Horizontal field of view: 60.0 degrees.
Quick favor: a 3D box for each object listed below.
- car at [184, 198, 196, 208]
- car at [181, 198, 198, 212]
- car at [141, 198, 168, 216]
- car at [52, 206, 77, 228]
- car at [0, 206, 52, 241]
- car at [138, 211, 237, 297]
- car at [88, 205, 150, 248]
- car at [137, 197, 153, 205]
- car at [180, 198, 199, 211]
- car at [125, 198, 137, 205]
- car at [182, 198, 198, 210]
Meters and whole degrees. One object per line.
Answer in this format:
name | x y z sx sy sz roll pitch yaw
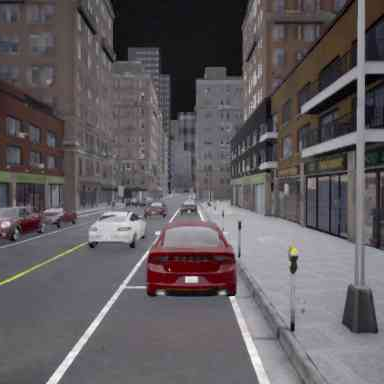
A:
car | -0.276 1.553 49.696 1.802 1.307 4.206 -1 0 0
car | -0.279 1.507 38.694 1.752 1.417 4.829 -1 0 0
car | -3.145 1.522 29.565 1.812 1.442 4.674 0 0 0
car | -8.822 1.574 21.767 1.802 1.307 4.206 -1 0 0
car | -8.823 1.435 16.181 1.967 1.590 4.097 -1 0 0
car | -0.006 1.475 8.652 1.882 1.535 5.008 0 0 0
car | -3.146 1.530 14.565 1.812 1.442 4.674 0 0 0
car | -6.146 1.486 47.566 1.882 1.535 5.008 0 0 0
car | -0.280 1.537 32.939 2.008 1.369 4.403 -1 0 0
car | -8.822 1.516 49.695 1.887 1.381 4.507 -1 0 0
car | -0.278 1.542 44.111 1.947 1.339 4.313 -1 0 0
